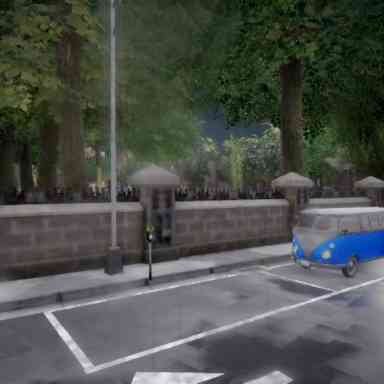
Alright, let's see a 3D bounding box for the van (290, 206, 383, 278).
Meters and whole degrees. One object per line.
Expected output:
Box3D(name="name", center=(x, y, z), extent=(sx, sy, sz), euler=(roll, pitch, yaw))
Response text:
Box3D(name="van", center=(4.648, 1.338, 9.853), extent=(3.998, 1.788, 1.690), euler=(0, 0, -35))
